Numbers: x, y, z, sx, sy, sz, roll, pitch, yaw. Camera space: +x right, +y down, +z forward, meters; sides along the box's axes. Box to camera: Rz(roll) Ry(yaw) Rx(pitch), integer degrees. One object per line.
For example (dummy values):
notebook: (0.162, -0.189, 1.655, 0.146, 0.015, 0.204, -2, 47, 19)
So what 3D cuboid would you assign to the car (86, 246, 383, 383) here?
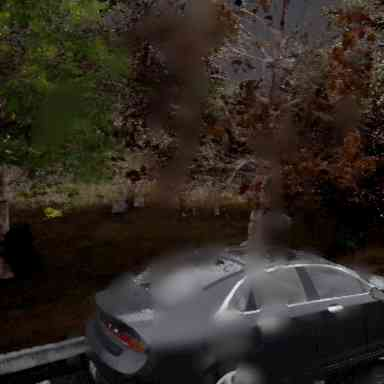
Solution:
car: (1.144, 1.492, 4.466, 4.892, 1.521, 2.231, 1, 0, -29)
